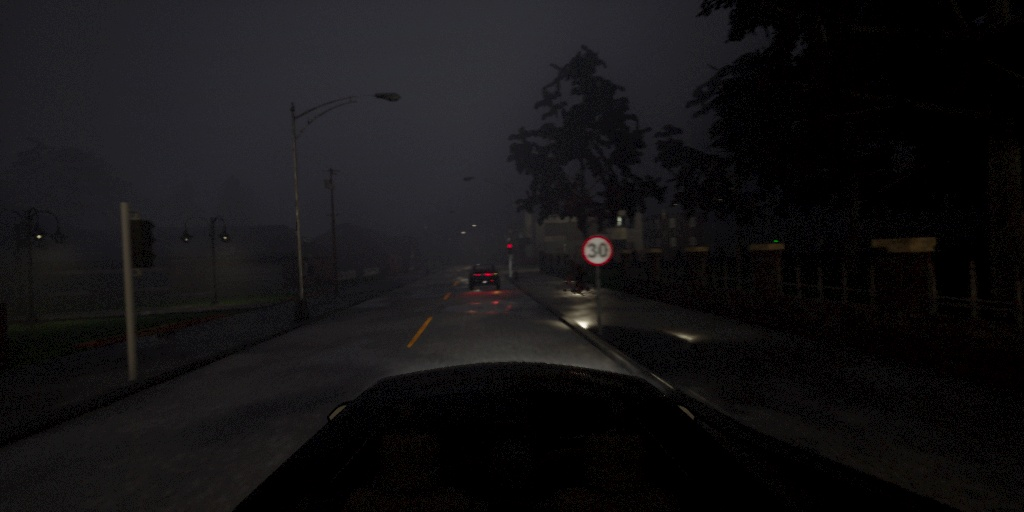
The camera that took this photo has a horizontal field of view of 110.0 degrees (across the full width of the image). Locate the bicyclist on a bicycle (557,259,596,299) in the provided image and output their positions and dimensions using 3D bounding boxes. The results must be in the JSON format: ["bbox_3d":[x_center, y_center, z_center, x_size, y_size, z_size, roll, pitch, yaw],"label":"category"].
[{"bbox_3d":[2.624,0.942,14.747,1.656,1.620,0.582,-2,0,-6],"label":"bicyclist on a bicycle"}]

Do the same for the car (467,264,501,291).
[{"bbox_3d":[-1.761,1.258,22.604,2.128,1.511,4.902,-3,0,-5],"label":"car"}]
